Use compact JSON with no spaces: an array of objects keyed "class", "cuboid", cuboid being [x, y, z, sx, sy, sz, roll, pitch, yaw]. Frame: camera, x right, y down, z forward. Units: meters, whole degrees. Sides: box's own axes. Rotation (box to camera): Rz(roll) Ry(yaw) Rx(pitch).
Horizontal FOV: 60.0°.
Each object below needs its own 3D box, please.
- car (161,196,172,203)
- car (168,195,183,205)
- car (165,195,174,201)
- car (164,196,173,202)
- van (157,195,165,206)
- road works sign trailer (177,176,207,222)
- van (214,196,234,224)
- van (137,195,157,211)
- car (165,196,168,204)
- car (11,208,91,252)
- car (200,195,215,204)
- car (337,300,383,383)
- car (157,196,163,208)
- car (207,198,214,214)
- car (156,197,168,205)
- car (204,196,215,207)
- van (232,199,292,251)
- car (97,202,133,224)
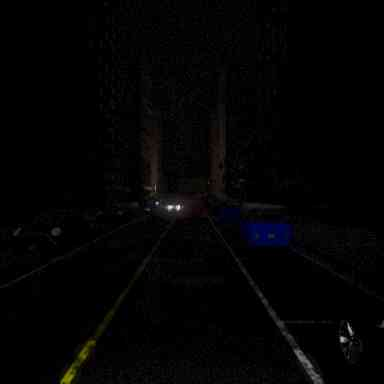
[{"class":"car","cuboid":[-5.676,1.677,74.325,1.947,1.339,4.313,0,0,0]},{"class":"car","cuboid":[-3.047,1.685,58.905,1.895,1.301,4.718,0,0,1]},{"class":"car","cuboid":[-5.678,1.571,85.328,1.967,1.590,4.097,0,0,0]},{"class":"car","cuboid":[-5.677,1.703,79.826,1.802,1.307,4.206,0,0,0]},{"class":"van","cuboid":[-5.675,1.415,52.320,1.690,1.788,3.998,0,0,0]},{"class":"road works sign trailer","cuboid":[-0.003,0.501,26.493,2.380,3.560,2.880,0,0,0]},{"class":"van","cuboid":[2.853,1.375,24.814,1.690,1.788,3.998,0,0,0]},{"class":"van","cuboid":[-5.674,1.398,41.318,1.690,1.788,3.998,0,0,0]},{"class":"car","cuboid":[-5.675,1.648,57.821,1.947,1.339,4.313,0,0,0]},{"class":"car","cuboid":[-5.671,1.460,13.811,1.967,1.590,4.097,0,0,0]},{"class":"car","cuboid":[2.851,1.388,52.321,2.192,1.841,5.009,0,0,0]},{"class":"car","cuboid":[2.856,1.570,2.808,1.947,1.339,4.313,0,0,0]},{"class":"car","cuboid":[-5.674,1.616,46.818,2.008,1.369,4.403,0,0,0]},{"class":"car","cuboid":[2.853,1.631,35.817,1.802,1.307,4.206,0,0,0]},{"class":"car","cuboid":[-5.675,1.674,63.323,1.802,1.307,4.206,0,0,0]},{"class":"car","cuboid":[2.852,1.647,46.819,1.802,1.307,4.206,0,0,0]},{"class":"van","cuboid":[2.854,1.360,13.811,1.690,1.788,3.998,0,0,0]},{"class":"car","cuboid":[-5.672,1.475,24.813,1.967,1.590,4.097,0,0,0]}]
